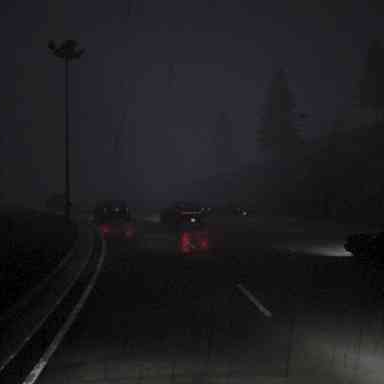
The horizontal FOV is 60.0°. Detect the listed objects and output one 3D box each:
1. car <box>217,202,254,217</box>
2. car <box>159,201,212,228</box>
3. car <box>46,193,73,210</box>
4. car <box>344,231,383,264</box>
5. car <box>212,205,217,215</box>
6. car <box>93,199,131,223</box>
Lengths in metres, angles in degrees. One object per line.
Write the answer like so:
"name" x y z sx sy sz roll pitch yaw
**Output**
"car" 3.443 1.501 29.707 1.895 1.301 4.718 0 0 -25
"car" -0.772 1.433 21.717 2.128 1.511 4.902 0 0 -20
"car" -16.692 1.180 41.761 2.150 2.045 5.566 0 0 -36
"car" 6.299 1.494 8.679 2.033 1.411 5.357 0 0 -8
"car" -0.248 1.465 29.365 2.033 1.411 5.357 0 0 -27
"car" -6.239 1.308 25.509 2.097 1.767 4.553 0 0 -25
